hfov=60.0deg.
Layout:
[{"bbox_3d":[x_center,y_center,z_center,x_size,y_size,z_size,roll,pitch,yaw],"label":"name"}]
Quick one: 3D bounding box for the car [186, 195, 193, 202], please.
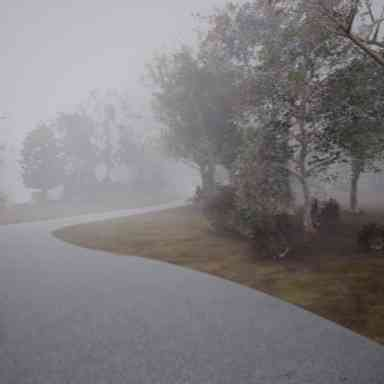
[{"bbox_3d":[0.114,1.263,66.180,2.033,1.411,5.357,-3,1,12],"label":"car"}]
